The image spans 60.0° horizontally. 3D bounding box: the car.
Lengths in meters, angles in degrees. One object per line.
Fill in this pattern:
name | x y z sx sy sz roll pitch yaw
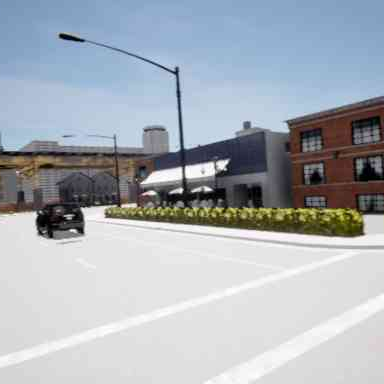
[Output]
car | -8.729 1.759 21.865 2.150 2.045 5.566 -4 0 -34
